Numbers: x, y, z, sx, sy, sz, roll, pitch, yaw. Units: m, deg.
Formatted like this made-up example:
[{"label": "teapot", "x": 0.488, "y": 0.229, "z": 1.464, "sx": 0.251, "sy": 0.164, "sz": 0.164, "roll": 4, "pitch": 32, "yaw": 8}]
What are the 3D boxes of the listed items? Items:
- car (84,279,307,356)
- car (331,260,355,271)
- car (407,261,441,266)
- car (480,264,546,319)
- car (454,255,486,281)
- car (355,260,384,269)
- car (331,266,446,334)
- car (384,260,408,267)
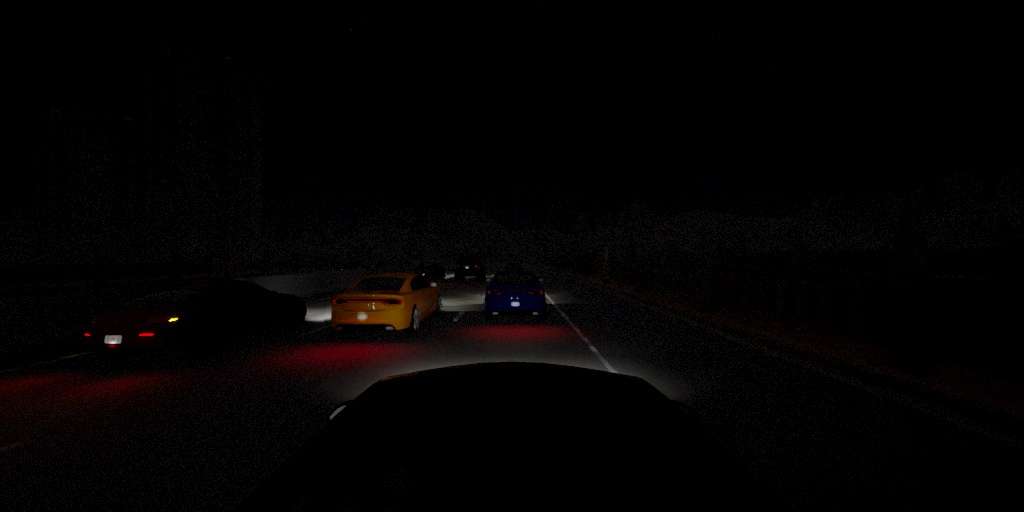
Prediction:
[{"label": "car", "x": -6.902, "y": 1.275, "z": 8.510, "sx": 1.812, "sy": 1.442, "sz": 4.674, "roll": 0, "pitch": 0, "yaw": 0}, {"label": "car", "x": -21.085, "y": 1.237, "z": 45.576, "sx": 1.882, "sy": 1.535, "sz": 5.008, "roll": 0, "pitch": 0, "yaw": 0}, {"label": "car", "x": -6.907, "y": 1.240, "z": 30.443, "sx": 2.128, "sy": 1.511, "sz": 4.902, "roll": 0, "pitch": 0, "yaw": 0}, {"label": "car", "x": 0.097, "y": 1.227, "z": 12.763, "sx": 1.882, "sy": 1.535, "sz": 5.008, "roll": 0, "pitch": 0, "yaw": 0}, {"label": "car", "x": -3.407, "y": 0.970, "z": 29.816, "sx": 2.150, "sy": 2.045, "sz": 5.566, "roll": 0, "pitch": 0, "yaw": 0}, {"label": "car", "x": -17.588, "y": 1.237, "z": 45.560, "sx": 1.882, "sy": 1.535, "sz": 5.008, "roll": 0, "pitch": 0, "yaw": 0}, {"label": "car", "x": -3.403, "y": 1.227, "z": 10.636, "sx": 1.882, "sy": 1.535, "sz": 5.008, "roll": 0, "pitch": 0, "yaw": 0}, {"label": "car", "x": -14.090, "y": 1.237, "z": 45.546, "sx": 1.882, "sy": 1.535, "sz": 5.008, "roll": 0, "pitch": 0, "yaw": 0}]
